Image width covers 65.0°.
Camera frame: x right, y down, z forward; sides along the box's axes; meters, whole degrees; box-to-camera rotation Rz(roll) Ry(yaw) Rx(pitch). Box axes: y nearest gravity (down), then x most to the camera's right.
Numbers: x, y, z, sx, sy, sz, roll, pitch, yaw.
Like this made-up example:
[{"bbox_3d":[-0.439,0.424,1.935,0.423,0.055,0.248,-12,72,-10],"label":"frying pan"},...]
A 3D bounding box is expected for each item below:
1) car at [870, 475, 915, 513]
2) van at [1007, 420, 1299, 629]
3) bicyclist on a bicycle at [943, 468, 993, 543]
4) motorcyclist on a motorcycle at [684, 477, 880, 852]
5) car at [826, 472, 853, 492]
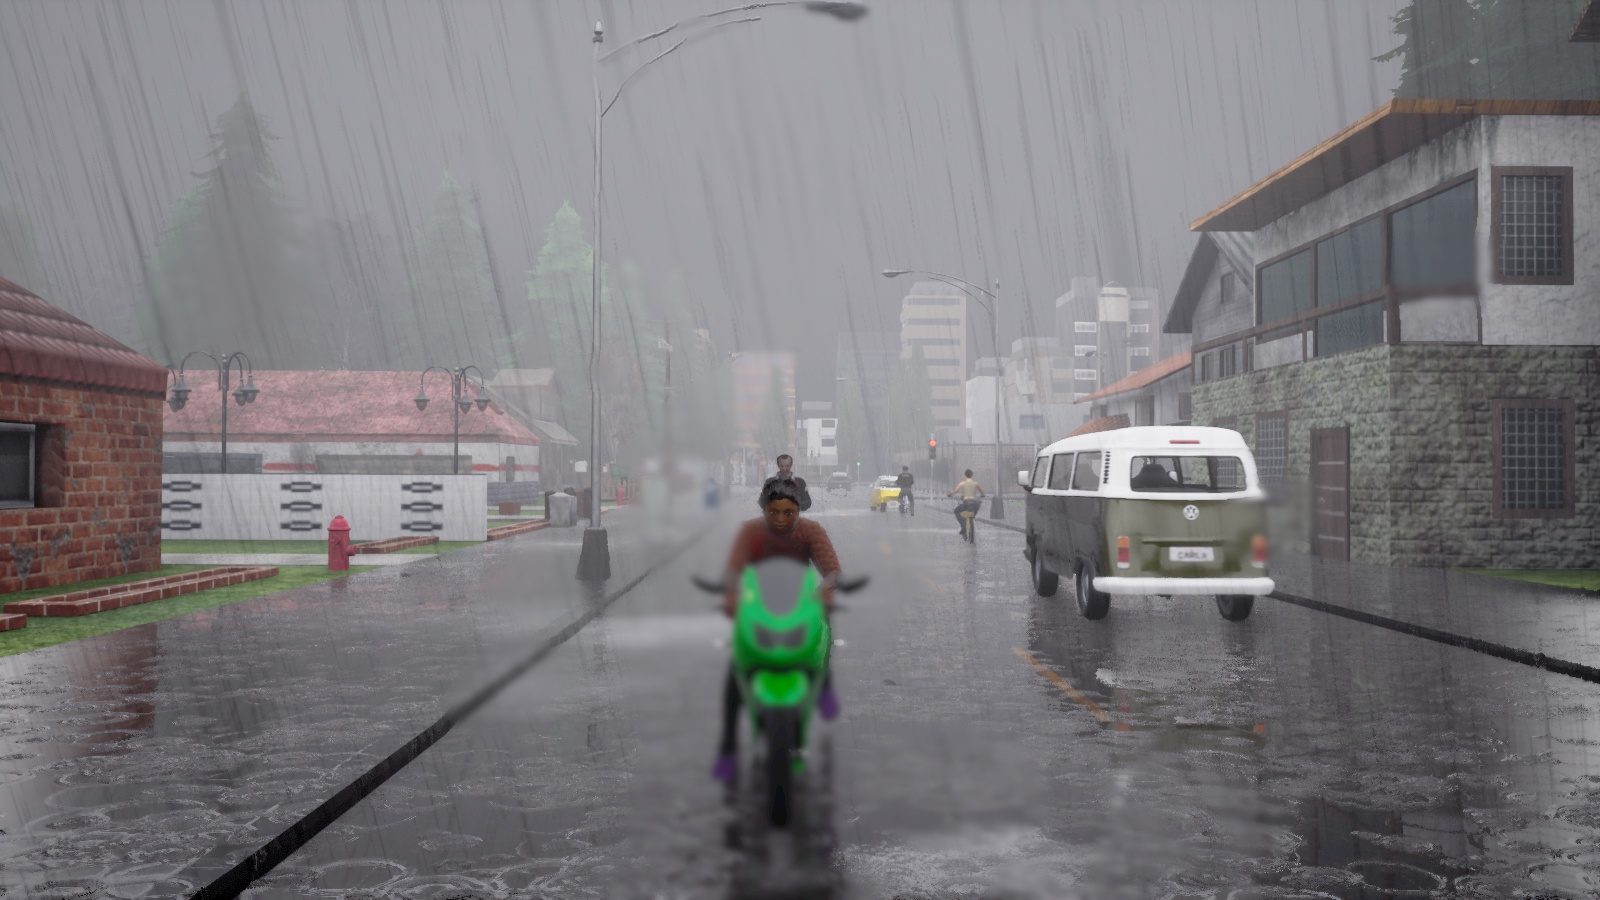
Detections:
[{"bbox_3d":[3.493,1.654,47.662,1.481,1.376,2.207,0,-1,-1],"label":"car"},{"bbox_3d":[3.828,0.767,14.558,2.069,2.038,4.480,0,-1,-1],"label":"van"},{"bbox_3d":[3.697,1.201,27.716,0.866,1.612,1.509,0,-1,-1],"label":"bicyclist on a bicycle"},{"bbox_3d":[-0.085,0.901,6.178,0.797,1.523,2.044,0,-1,-1],"label":"motorcyclist on a motorcycle"},{"bbox_3d":[2.989,2.408,95.579,1.837,1.490,4.892,0,-1,-1],"label":"car"}]
